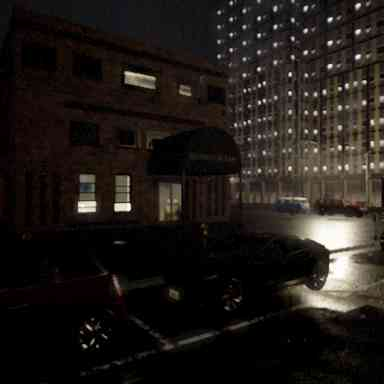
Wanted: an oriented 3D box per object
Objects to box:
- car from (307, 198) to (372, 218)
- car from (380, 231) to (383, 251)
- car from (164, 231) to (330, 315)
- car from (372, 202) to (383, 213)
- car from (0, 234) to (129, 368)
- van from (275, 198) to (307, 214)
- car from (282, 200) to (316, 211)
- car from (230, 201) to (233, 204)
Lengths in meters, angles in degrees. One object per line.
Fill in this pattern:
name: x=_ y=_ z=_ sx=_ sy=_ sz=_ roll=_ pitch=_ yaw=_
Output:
car: x=14.358 y=1.545 z=32.634 sx=2.192 sy=1.841 sz=5.009 roll=0 pitch=0 yaw=-35
car: x=9.274 y=1.661 z=13.323 sx=4.507 sy=1.381 sz=1.887 roll=1 pitch=-1 yaw=-35
car: x=1.431 y=1.608 z=7.654 sx=4.313 sy=1.339 sz=1.947 roll=1 pitch=-1 yaw=-35
car: x=21.236 y=1.801 z=37.423 sx=2.008 sy=1.369 sz=4.403 roll=0 pitch=0 yaw=-35
car: x=-3.033 y=1.440 z=4.404 sx=4.097 sy=1.590 sz=1.967 roll=1 pitch=-1 yaw=-35
van: x=11.192 y=1.563 z=37.181 sx=1.690 sy=1.788 sz=3.998 roll=0 pitch=0 yaw=-35
car: x=14.903 y=1.816 z=46.518 sx=1.802 sy=1.307 sz=4.206 roll=0 pitch=0 yaw=-35
car: x=5.308 y=1.741 z=60.298 sx=1.752 sy=1.417 sz=4.829 roll=0 pitch=0 yaw=-35
